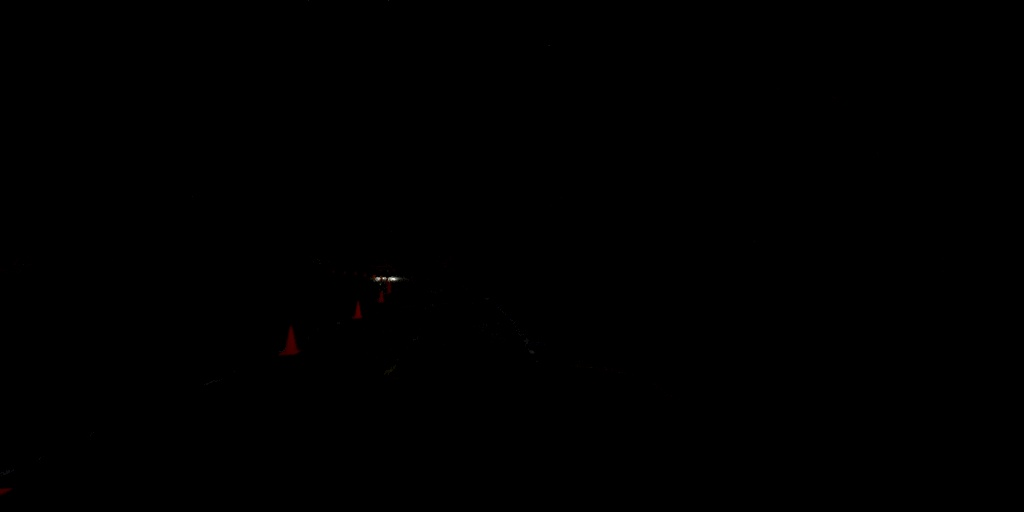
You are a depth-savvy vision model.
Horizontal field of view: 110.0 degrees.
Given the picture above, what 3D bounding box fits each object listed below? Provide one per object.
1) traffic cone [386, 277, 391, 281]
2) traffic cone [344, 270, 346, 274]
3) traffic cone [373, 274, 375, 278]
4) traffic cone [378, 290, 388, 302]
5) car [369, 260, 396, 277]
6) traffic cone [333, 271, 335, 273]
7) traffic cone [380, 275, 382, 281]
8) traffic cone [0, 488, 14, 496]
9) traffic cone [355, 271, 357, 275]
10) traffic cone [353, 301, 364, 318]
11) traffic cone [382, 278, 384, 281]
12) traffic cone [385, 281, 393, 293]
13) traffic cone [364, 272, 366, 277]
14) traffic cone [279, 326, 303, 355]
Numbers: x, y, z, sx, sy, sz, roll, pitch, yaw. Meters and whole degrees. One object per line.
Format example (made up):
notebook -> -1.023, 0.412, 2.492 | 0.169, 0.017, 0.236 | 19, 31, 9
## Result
traffic cone -> -9.040, 2.044, 26.639 | 0.340, 0.580, 0.340 | 0, 0, -20
traffic cone -> -23.907, 2.270, 51.396 | 0.340, 0.580, 0.340 | 0, 0, -42
traffic cone -> -15.283, 2.176, 39.732 | 0.340, 0.580, 0.340 | 0, 0, -31
traffic cone -> -6.318, 1.934, 17.351 | 0.340, 0.580, 0.340 | 0, 0, -13
car -> -16.412, 1.501, 45.151 | 2.150, 2.045, 5.566 | 1, -1, -35
traffic cone -> -27.259, 2.298, 54.890 | 0.340, 0.580, 0.340 | 0, 0, 44
traffic cone -> -12.924, 2.137, 35.504 | 0.340, 0.580, 0.340 | 0, 0, -27
traffic cone -> -4.508, 1.749, 2.960 | 0.340, 0.580, 0.340 | 0, 0, -2
traffic cone -> -20.786, 2.241, 47.694 | 0.340, 0.580, 0.340 | 0, 0, -38
traffic cone -> -5.409, 1.875, 12.596 | 0.340, 0.580, 0.340 | 0, 0, -9
traffic cone -> -10.840, 2.093, 31.133 | 0.340, 0.580, 0.340 | 0, 0, -24
traffic cone -> -7.531, 1.991, 22.038 | 0.340, 0.580, 0.340 | 0, 0, -16
traffic cone -> -17.907, 2.209, 43.801 | 0.340, 0.580, 0.340 | 0, 0, -35
traffic cone -> -4.804, 1.813, 7.793 | 0.340, 0.580, 0.340 | 0, 0, -5
